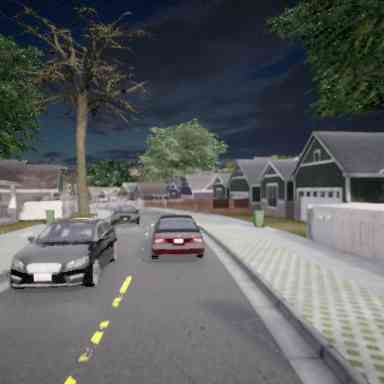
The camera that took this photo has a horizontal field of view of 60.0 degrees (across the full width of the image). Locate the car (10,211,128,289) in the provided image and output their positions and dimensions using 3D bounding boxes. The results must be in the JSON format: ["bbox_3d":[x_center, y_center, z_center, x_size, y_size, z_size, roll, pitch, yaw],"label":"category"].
[{"bbox_3d":[-3.286,1.528,9.409,2.128,1.511,4.902,0,0,-4],"label":"car"}]

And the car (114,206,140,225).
[{"bbox_3d":[-4.905,1.722,25.073,1.994,1.385,4.181,0,-1,-8],"label":"car"}]

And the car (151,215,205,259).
[{"bbox_3d":[-0.622,1.587,12.877,2.033,1.411,5.357,0,0,-5],"label":"car"}]
